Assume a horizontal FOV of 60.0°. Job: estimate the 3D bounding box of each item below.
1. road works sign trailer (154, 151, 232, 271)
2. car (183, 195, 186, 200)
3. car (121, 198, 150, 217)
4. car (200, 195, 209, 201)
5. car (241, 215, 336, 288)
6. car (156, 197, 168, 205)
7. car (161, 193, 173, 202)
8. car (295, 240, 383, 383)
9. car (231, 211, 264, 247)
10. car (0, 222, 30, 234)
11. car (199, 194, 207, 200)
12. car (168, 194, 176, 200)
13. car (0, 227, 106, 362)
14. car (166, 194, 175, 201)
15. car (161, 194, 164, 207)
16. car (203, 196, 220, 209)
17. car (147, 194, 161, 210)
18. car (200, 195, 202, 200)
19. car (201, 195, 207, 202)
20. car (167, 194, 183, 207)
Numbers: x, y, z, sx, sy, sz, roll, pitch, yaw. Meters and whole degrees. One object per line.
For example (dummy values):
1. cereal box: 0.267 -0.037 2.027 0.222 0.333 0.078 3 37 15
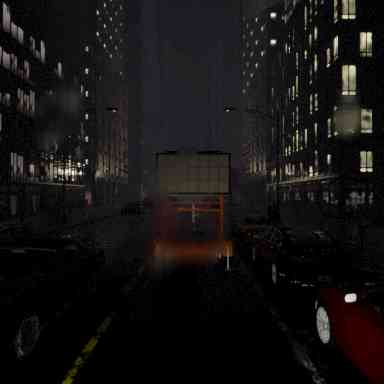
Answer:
1. road works sign trailer: 0.045 0.464 10.928 2.380 3.560 2.880 0 0 0
2. car: -2.627 1.427 90.581 1.994 1.385 4.181 0 0 0
3. car: -5.554 1.530 31.751 1.887 1.381 4.507 0 0 0
4. car: 3.037 1.452 82.779 1.947 1.339 4.313 1 0 0
5. car: 2.733 1.551 9.006 2.008 1.369 4.403 0 0 0
6. car: -5.437 1.524 60.128 1.802 1.307 4.206 1 0 0
7. car: -5.388 1.232 71.480 2.192 1.841 5.009 1 0 0
8. car: 2.709 1.545 3.331 1.887 1.381 4.507 0 0 0
9. car: 2.757 1.524 14.852 1.752 1.417 4.829 0 0 0
10. car: -5.647 1.551 9.047 2.008 1.369 4.403 0 0 0
11. car: 3.084 1.397 94.129 1.887 1.381 4.507 1 0 0
12. car: -5.320 1.395 88.337 1.752 1.417 4.829 1 0 0
13. car: -3.077 1.601 6.007 1.895 1.301 4.718 0 0 0
14. car: -5.342 1.326 82.831 1.967 1.590 4.097 1 0 0
15. car: -5.482 1.278 48.778 2.192 1.841 5.009 0 0 0
16. car: 2.873 1.537 43.056 1.947 1.339 4.313 0 0 0
17. car: -5.506 1.411 43.103 1.967 1.590 4.097 0 0 0
18. car: 2.944 1.524 60.080 1.802 1.307 4.206 1 0 0
19. car: 2.920 1.535 54.405 1.802 1.307 4.206 1 0 0
20. car: -2.795 1.438 49.897 1.882 1.535 5.008 0 0 0
